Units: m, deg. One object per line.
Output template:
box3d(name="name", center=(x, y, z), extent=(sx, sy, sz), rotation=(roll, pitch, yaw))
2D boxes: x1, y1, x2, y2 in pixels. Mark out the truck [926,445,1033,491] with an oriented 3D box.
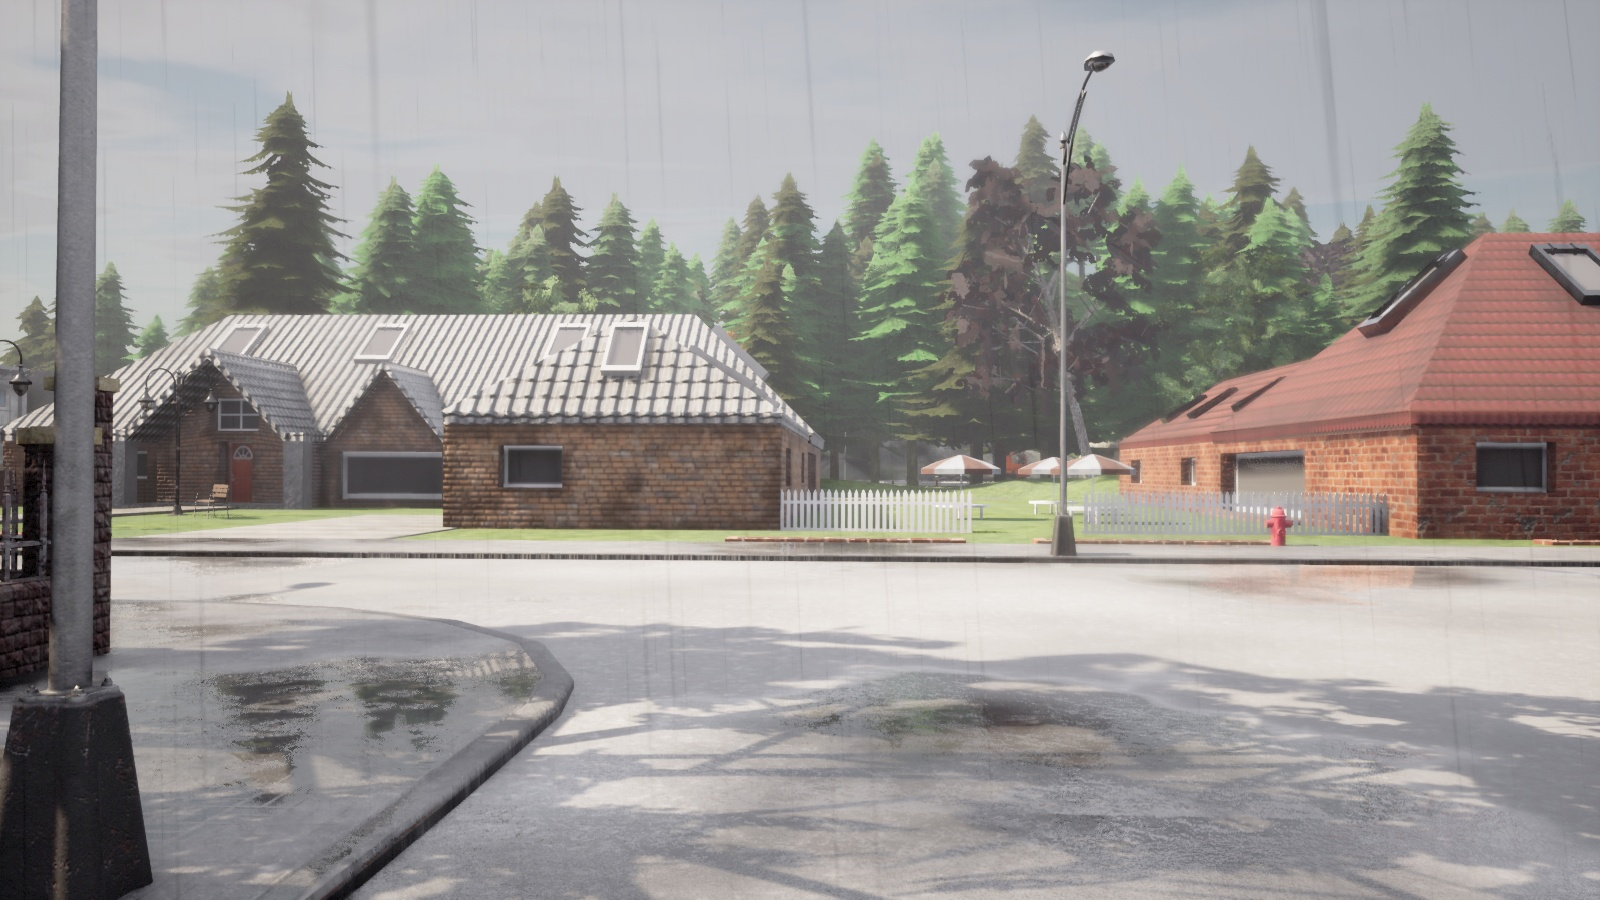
box3d(name="truck", center=(13.864, 1.408, 97.366), extent=(7.936, 3.462, 2.891), rotation=(0, -1, 3))
